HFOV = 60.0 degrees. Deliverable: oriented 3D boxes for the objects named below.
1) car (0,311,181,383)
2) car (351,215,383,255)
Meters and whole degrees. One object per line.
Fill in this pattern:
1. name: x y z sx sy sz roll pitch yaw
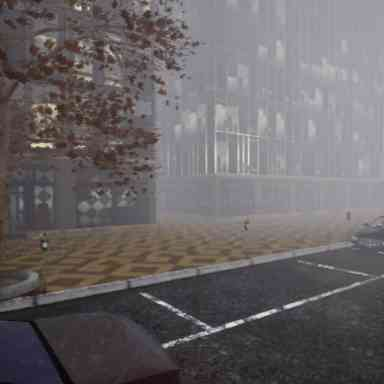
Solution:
1. car: -2.508 1.555 1.587 5.357 1.411 2.033 0 0 -36
2. car: 7.383 1.464 11.817 4.403 1.369 2.008 0 1 -35
